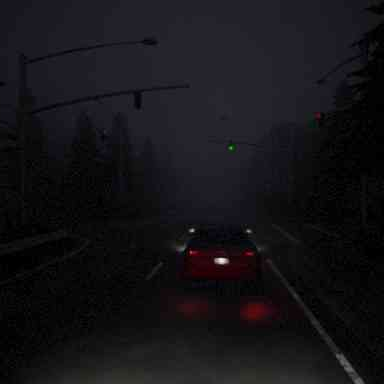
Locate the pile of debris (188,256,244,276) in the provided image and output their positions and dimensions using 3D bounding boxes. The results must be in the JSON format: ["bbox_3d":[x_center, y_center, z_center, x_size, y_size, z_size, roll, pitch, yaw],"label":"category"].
[{"bbox_3d":[0.724,2.193,9.951,1.500,0.140,1.860,0,0,5],"label":"pile of debris"}]

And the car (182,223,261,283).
[{"bbox_3d":[0.830,1.580,9.752,1.994,1.385,4.181,0,0,4],"label":"car"}]

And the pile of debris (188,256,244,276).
[{"bbox_3d":[0.724,2.193,9.951,1.500,0.140,1.860,0,0,5],"label":"pile of debris"}]
